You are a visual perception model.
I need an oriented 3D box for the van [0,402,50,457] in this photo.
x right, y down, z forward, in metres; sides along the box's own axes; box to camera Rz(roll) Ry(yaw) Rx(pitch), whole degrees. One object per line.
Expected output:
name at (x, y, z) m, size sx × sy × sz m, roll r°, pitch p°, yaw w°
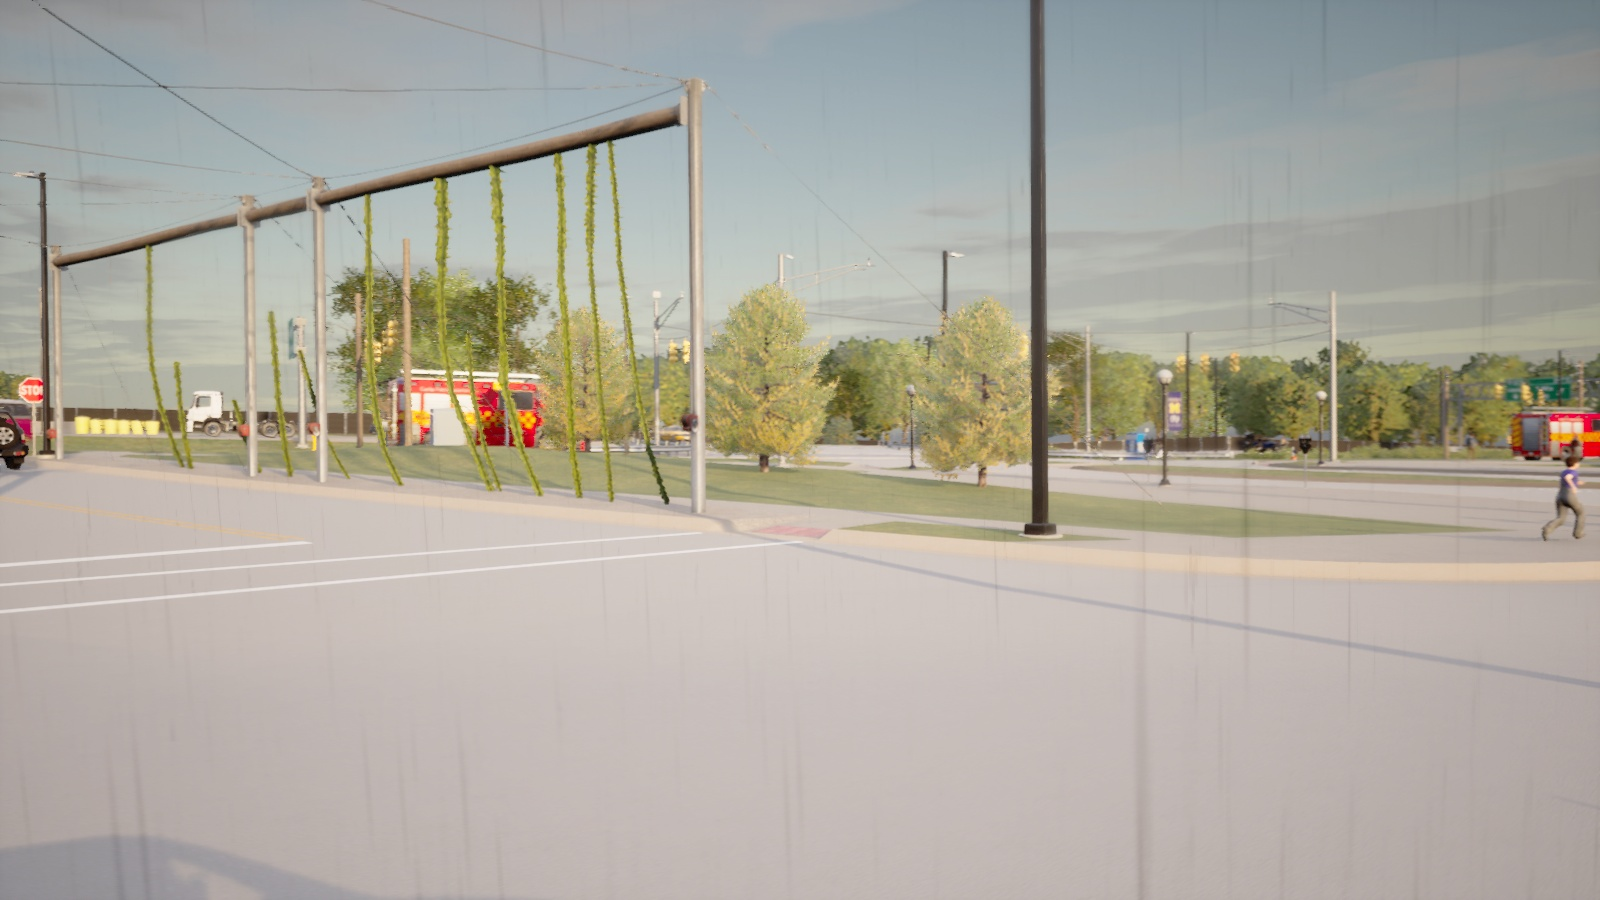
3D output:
van at (-29.829, -0.770, 45.732) m, size 1.775 × 1.987 × 4.442 m, roll 1°, pitch 1°, yaw 11°

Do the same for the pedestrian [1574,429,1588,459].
pedestrian at (49.326, -0.368, 79.313) m, size 0.720 × 1.854 × 0.376 m, roll -1°, pitch 1°, yaw -13°

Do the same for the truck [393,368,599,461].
truck at (-13.507, -1.491, 55.954) m, size 8.468 × 3.827 × 2.891 m, roll 1°, pitch 0°, yaw -26°

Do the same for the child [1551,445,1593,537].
child at (10.818, 0.566, 17.592) m, size 0.437 × 1.263 × 0.270 m, roll -1°, pitch 1°, yaw -17°

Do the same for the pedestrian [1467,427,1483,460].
pedestrian at (39.833, -0.369, 74.099) m, size 0.788 × 1.949 × 0.423 m, roll -1°, pitch 1°, yaw -25°

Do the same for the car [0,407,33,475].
car at (-23.784, -0.307, 35.740) m, size 4.605 × 1.855 × 1.932 m, roll 2°, pitch 3°, yaw 40°
